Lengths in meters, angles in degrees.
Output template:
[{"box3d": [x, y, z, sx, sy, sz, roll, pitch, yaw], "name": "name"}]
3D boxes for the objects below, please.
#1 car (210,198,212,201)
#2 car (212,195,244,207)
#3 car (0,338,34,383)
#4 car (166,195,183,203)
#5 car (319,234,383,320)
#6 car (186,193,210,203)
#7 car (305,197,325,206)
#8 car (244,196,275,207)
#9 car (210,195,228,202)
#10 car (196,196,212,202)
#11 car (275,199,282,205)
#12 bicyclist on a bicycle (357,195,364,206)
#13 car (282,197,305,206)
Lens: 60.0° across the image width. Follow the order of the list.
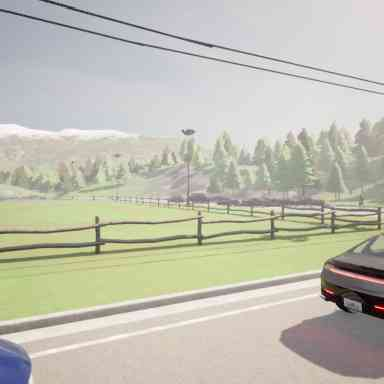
[{"box3d": [2.225, 1.555, 72.469, 1.994, 1.385, 4.181, 0, 0, -28], "name": "car"}, {"box3d": [5.535, 1.527, 51.838, 1.812, 1.442, 4.674, 0, 0, -28], "name": "car"}, {"box3d": [-3.423, 1.526, 1.788, 4.674, 1.442, 1.812, 0, 0, -29], "name": "car"}, {"box3d": [-3.569, 1.352, 68.566, 2.097, 1.767, 4.553, 0, 0, -28], "name": "car"}, {"box3d": [4.565, 1.492, 6.197, 4.902, 1.511, 2.128, 0, 0, -28], "name": "car"}, {"box3d": [0.799, 1.225, 67.800, 2.150, 2.045, 5.566, 0, 0, -28], "name": "car"}, {"box3d": [19.451, 1.549, 55.544, 2.033, 1.411, 5.357, 0, 0, -28], "name": "car"}, {"box3d": [9.843, 1.549, 51.233, 2.033, 1.411, 5.357, 0, 0, -28], "name": "car"}, {"box3d": [6.370, 1.502, 79.518, 1.837, 1.490, 4.892, 0, 0, -28], "name": "car"}, {"box3d": [2.876, 1.554, 78.620, 1.994, 1.385, 4.181, 0, 0, -28], "name": "car"}, {"box3d": [11.908, 1.479, 54.773, 1.882, 1.535, 5.008, 0, 0, -28], "name": "car"}, {"box3d": [26.146, 1.305, 51.496, 1.656, 1.620, 0.582, 0, 0, -28], "name": "bicyclist on a bicycle"}, {"box3d": [15.802, 1.602, 54.931, 1.895, 1.301, 4.718, 0, 0, -28], "name": "car"}]
